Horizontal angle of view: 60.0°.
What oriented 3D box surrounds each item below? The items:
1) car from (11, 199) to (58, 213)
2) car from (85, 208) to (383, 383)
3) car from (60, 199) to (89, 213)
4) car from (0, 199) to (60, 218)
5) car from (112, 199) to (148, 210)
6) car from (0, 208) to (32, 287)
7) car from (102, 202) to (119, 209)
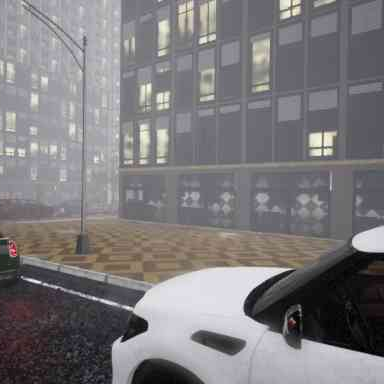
[{"bbox_3d":[-18.652,1.641,39.547,1.752,1.417,4.829,1,0,36],"label":"car"},{"bbox_3d":[1.900,1.222,2.327,5.566,2.045,2.150,0,0,36],"label":"car"},{"bbox_3d":[-14.871,1.687,40.300,1.837,1.490,4.892,1,0,37],"label":"car"},{"bbox_3d":[-15.139,1.518,30.178,2.192,1.841,5.009,1,0,36],"label":"car"},{"bbox_3d":[-8.938,1.761,48.354,2.128,1.511,4.902,1,0,36],"label":"car"},{"bbox_3d":[-6.177,1.348,8.062,4.553,1.767,2.097,0,0,35],"label":"car"},{"bbox_3d":[-8.357,1.828,39.400,1.752,1.417,4.829,1,0,36],"label":"car"}]
